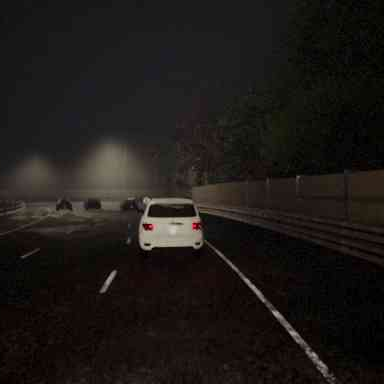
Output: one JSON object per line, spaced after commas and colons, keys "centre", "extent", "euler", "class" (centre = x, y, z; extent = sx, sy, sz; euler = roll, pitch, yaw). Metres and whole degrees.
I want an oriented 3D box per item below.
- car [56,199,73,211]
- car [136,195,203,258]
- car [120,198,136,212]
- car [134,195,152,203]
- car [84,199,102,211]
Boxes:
{"centre": [-16.710, 1.639, 43.455], "extent": [1.882, 1.535, 5.008], "euler": [0, 0, -24], "class": "car"}
{"centre": [-0.929, 1.252, 13.120], "extent": [2.150, 2.045, 5.566], "euler": [0, 0, -7], "class": "car"}
{"centre": [-7.707, 1.679, 40.974], "extent": [1.994, 1.385, 4.181], "euler": [0, 0, -17], "class": "car"}
{"centre": [-10.843, 1.547, 73.536], "extent": [2.097, 1.767, 4.553], "euler": [0, 0, 18], "class": "car"}
{"centre": [-13.344, 1.625, 44.495], "extent": [1.882, 1.535, 5.008], "euler": [0, 0, -24], "class": "car"}
